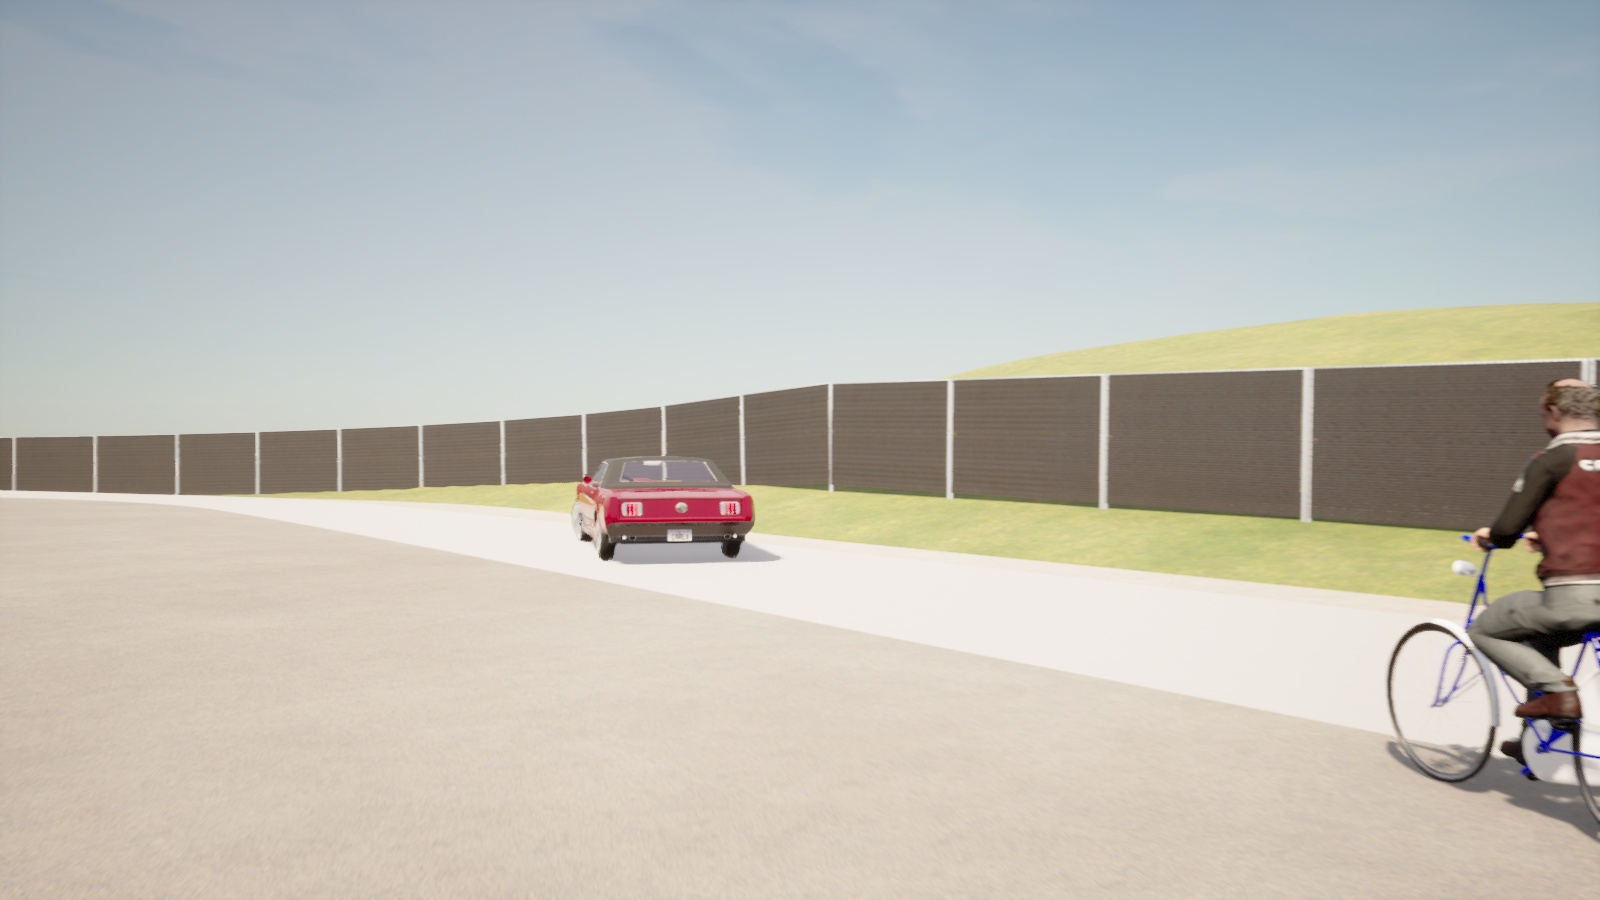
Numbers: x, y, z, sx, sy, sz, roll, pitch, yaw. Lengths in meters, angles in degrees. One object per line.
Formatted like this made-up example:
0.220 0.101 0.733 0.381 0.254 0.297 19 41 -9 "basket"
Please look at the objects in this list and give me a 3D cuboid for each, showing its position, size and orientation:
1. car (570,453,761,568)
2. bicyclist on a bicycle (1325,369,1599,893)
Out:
-2.019 0.724 17.396 1.895 1.301 4.718 0 0 -15 "car"
2.930 0.612 4.994 0.659 1.776 1.843 1 0 -9 "bicyclist on a bicycle"
